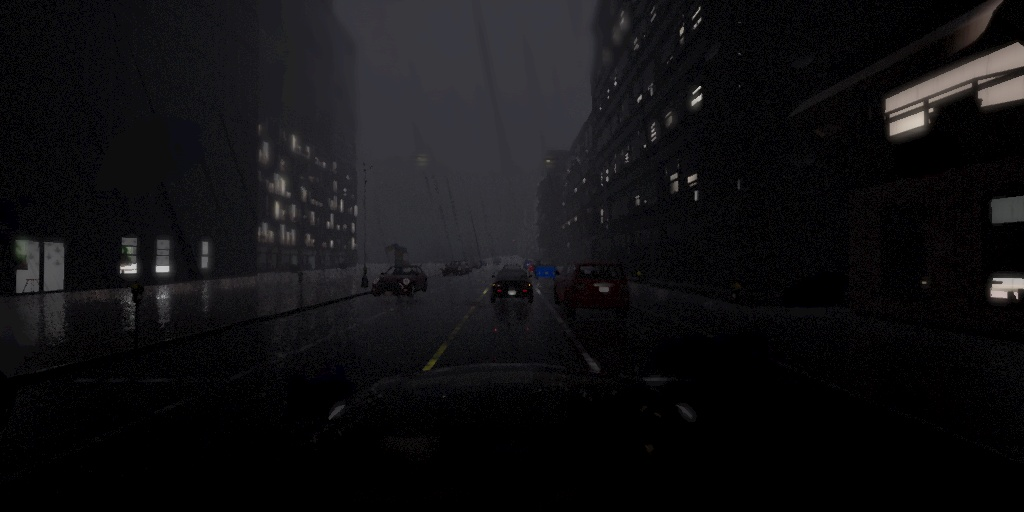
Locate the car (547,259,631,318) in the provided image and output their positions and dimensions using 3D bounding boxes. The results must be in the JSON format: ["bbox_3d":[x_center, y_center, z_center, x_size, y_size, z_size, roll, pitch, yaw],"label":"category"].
[{"bbox_3d":[2.691,1.064,12.920,2.192,1.841,5.009,0,0,0],"label":"car"}]

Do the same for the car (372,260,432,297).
[{"bbox_3d":[-5.693,1.189,18.536,1.967,1.591,4.097,0,0,0],"label":"car"}]

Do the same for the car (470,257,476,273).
[{"bbox_3d":[-5.657,1.182,41.121,1.967,1.591,4.097,0,0,0],"label":"car"}]

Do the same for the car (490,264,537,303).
[{"bbox_3d":[0.000,1.284,16.499,1.812,1.442,4.674,0,0,0],"label":"car"}]

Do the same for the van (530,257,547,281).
[{"bbox_3d":[2.691,1.089,29.859,1.690,1.789,3.998,0,0,0],"label":"van"}]

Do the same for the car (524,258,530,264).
[{"bbox_3d":[2.692,1.288,41.154,1.888,1.381,4.507,0,0,0],"label":"car"}]

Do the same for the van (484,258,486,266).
[{"bbox_3d":[-5.657,1.068,58.058,1.690,1.789,3.998,0,0,0],"label":"van"}]

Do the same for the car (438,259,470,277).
[{"bbox_3d":[-5.662,1.186,35.474,1.967,1.591,4.097,0,0,0],"label":"car"}]

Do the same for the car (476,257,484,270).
[{"bbox_3d":[-5.656,1.278,52.412,1.888,1.381,4.507,0,0,0],"label":"car"}]

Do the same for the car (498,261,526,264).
[{"bbox_3d":[0.000,1.365,31.530,1.895,1.301,4.718,0,0,0],"label":"car"}]

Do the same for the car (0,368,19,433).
[{"bbox_3d":[-5.690,1.298,1.599,2.007,1.370,4.403,0,0,0],"label":"car"}]
